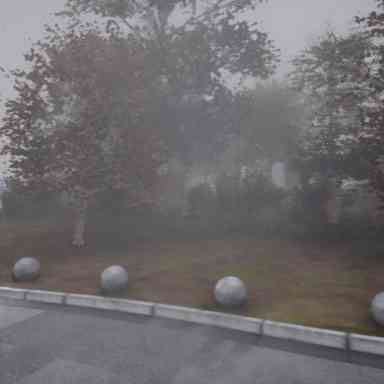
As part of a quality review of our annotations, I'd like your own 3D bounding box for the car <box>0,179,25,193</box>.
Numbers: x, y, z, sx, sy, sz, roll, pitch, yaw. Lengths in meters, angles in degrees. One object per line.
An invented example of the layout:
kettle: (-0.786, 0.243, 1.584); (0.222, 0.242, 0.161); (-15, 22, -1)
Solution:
car: (-22.838, -0.193, 42.548); (2.150, 2.045, 5.566); (-1, 3, -15)
